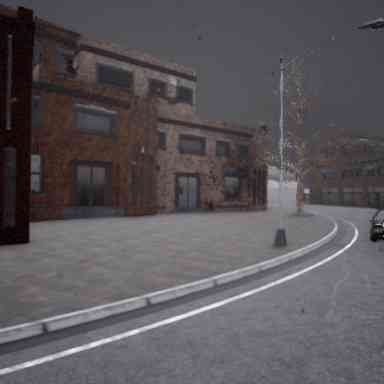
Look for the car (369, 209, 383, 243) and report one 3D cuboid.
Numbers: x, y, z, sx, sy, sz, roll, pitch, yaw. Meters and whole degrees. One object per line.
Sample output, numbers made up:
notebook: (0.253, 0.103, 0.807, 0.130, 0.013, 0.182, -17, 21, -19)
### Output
car: (9.560, 1.525, 15.787, 2.033, 1.411, 5.357, 0, 0, 29)
